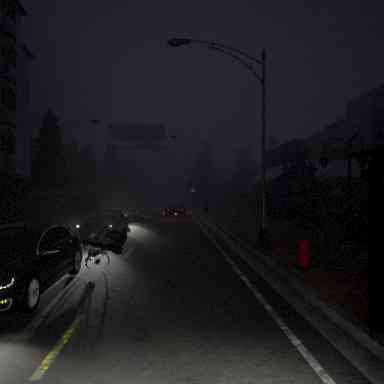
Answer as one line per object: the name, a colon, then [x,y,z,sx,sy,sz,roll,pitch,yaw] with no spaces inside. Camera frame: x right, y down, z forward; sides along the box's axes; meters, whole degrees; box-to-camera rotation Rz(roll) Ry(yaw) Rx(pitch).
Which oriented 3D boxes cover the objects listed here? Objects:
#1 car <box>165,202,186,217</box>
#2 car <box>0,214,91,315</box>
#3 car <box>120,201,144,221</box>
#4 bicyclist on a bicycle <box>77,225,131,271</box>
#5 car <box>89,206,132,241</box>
car: [-1.536,1.601,31.095,1.895,1.301,4.718,0,0,-3]
car: [-3.945,1.502,7.646,1.837,1.490,4.892,0,0,-3]
car: [-4.962,1.492,26.739,2.128,1.511,4.902,0,0,-3]
bicyclist on a bicycle: [-2.582,1.544,10.080,1.620,1.656,0.582,-21,-36,-21]
car: [-4.450,1.601,16.893,1.895,1.301,4.718,0,0,-3]
